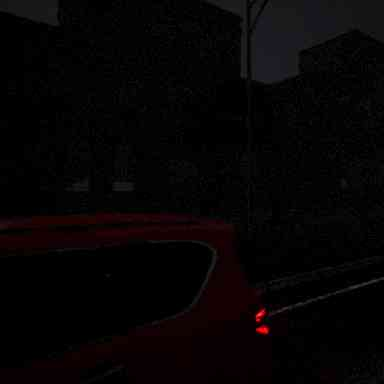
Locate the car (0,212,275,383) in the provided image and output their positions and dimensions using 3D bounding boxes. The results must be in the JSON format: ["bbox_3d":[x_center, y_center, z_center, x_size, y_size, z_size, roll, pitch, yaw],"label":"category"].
[{"bbox_3d":[-1.914,1.222,2.014,5.566,2.045,2.150,0,0,-35],"label":"car"}]
